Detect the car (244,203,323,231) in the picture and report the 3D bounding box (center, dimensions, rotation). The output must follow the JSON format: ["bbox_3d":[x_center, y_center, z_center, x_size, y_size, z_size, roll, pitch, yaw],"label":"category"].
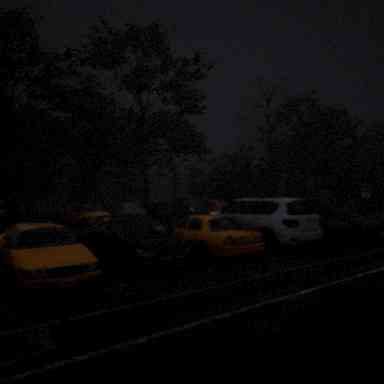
[{"bbox_3d":[6.041,1.524,21.668,5.357,1.411,2.033,0,0,-35],"label":"car"}]

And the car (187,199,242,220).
[{"bbox_3d":[1.855,1.450,29.285,2.097,1.535,5.008,0,0,-35],"label":"car"}]

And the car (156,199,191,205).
[{"bbox_3d":[-2.561,1.498,26.148,2.163,1.488,4.792,0,0,-35],"label":"car"}]

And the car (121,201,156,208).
[{"bbox_3d":[-4.842,1.517,24.576,2.002,1.452,4.674,0,0,-35],"label":"car"}]

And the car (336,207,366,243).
[{"bbox_3d":[4.940,1.473,15.476,2.097,1.535,5.008,0,0,-35],"label":"car"}]

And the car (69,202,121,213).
[{"bbox_3d":[-7.003,1.483,22.832,1.946,1.575,5.366,0,0,-35],"label":"car"}]

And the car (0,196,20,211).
[{"bbox_3d":[-11.657,1.253,19.819,2.435,2.045,5.566,0,0,-35],"label":"car"}]

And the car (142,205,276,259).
[{"bbox_3d":[0.295,1.488,12.428,1.946,1.575,5.366,0,0,-35],"label":"car"}]

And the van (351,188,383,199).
[{"bbox_3d":[23.924,0.353,44.987,1.878,1.987,4.442,-1,1,-35],"label":"van"}]

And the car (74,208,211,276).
[{"bbox_3d":[-1.872,1.502,10.684,2.231,1.521,4.892,0,0,-35],"label":"car"}]

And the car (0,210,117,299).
[{"bbox_3d":[-4.032,1.507,8.930,1.946,1.575,5.366,0,0,-35],"label":"car"}]

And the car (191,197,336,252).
[{"bbox_3d":[2.656,1.231,13.897,2.435,2.045,5.566,0,0,-35],"label":"car"}]

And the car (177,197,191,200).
[{"bbox_3d":[-0.433,1.334,27.720,2.185,1.767,4.553,0,0,-35],"label":"car"}]
